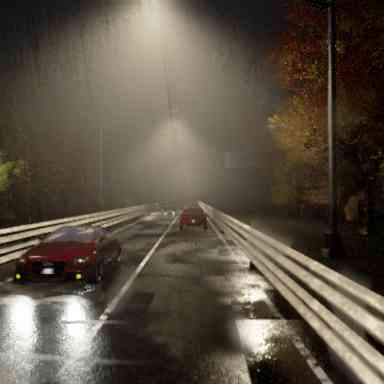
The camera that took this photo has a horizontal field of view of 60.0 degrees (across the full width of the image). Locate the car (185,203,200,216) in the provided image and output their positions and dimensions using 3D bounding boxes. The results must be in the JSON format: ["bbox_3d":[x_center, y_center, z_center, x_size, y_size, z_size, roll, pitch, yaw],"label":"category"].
[{"bbox_3d":[0.062,2.118,41.763,1.812,1.442,4.674,0,-1,0],"label":"car"}]

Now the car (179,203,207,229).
[{"bbox_3d":[0.083,1.815,24.520,1.882,1.535,5.008,0,-1,0],"label":"car"}]

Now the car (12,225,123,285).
[{"bbox_3d":[-3.356,1.685,9.754,1.994,1.385,4.181,0,-1,0],"label":"car"}]

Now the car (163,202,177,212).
[{"bbox_3d":[-3.383,2.288,51.791,2.033,1.411,5.357,0,-1,0],"label":"car"}]
